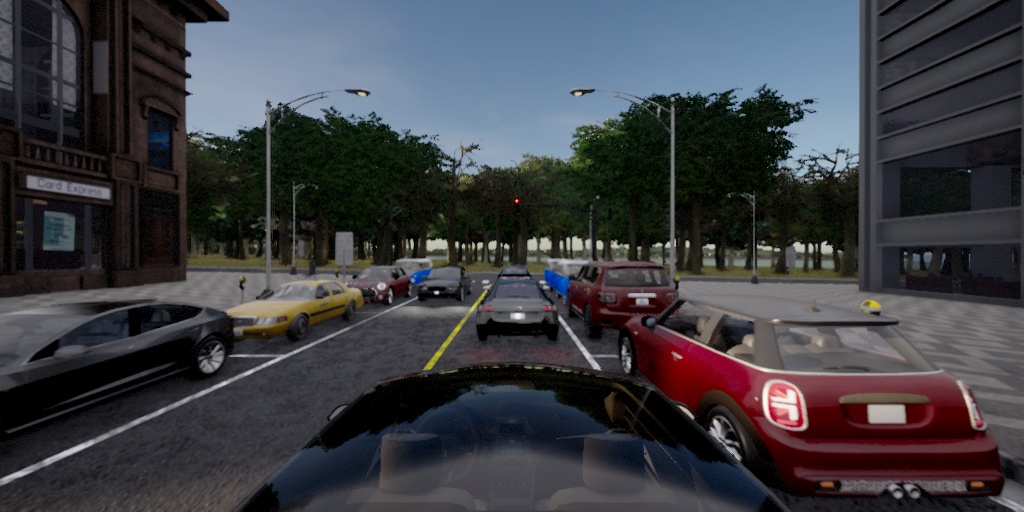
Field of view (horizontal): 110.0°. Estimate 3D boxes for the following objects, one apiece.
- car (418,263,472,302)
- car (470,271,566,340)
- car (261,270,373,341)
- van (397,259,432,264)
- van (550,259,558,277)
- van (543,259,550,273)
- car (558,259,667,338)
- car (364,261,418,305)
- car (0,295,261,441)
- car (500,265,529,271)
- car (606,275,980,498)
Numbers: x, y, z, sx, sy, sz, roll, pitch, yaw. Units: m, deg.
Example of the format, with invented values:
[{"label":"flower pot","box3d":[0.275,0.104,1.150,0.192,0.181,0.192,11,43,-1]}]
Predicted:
[{"label":"car","box3d":[-2.980,1.231,16.729,1.837,1.490,4.892,0,0,1]},{"label":"car","box3d":[0.123,1.299,9.957,1.994,1.385,4.181,0,0,0]},{"label":"car","box3d":[-5.744,1.260,9.874,1.751,1.417,4.829,0,0,0]},{"label":"van","box3d":[-5.717,1.056,20.919,1.690,1.789,3.998,0,0,0]},{"label":"van","box3d":[2.795,1.066,15.461,1.690,1.789,3.998,0,0,0]},{"label":"van","box3d":[2.808,1.057,20.898,1.690,1.789,3.998,0,0,0]},{"label":"car","box3d":[2.782,1.050,10.023,2.192,1.841,5.009,0,0,0]},{"label":"car","box3d":[-5.730,1.165,15.481,1.967,1.591,4.097,0,0,0]},{"label":"car","box3d":[-5.757,1.310,4.606,1.948,1.339,4.313,0,0,0]},{"label":"car","box3d":[0.142,1.211,18.953,2.128,1.511,4.902,0,0,0]},{"label":"car","box3d":[2.769,1.184,4.586,1.967,1.591,4.097,0,0,0]}]
